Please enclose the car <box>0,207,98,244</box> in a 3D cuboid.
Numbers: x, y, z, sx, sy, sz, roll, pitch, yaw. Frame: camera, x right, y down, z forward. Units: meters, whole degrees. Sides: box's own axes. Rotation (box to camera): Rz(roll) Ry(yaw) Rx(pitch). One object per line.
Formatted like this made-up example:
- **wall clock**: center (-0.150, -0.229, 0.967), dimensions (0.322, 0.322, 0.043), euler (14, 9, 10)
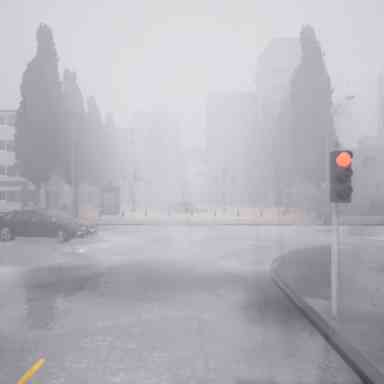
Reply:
- **car**: center (-6.841, 1.505, 15.631), dimensions (4.892, 1.490, 1.837), euler (0, -1, 13)
